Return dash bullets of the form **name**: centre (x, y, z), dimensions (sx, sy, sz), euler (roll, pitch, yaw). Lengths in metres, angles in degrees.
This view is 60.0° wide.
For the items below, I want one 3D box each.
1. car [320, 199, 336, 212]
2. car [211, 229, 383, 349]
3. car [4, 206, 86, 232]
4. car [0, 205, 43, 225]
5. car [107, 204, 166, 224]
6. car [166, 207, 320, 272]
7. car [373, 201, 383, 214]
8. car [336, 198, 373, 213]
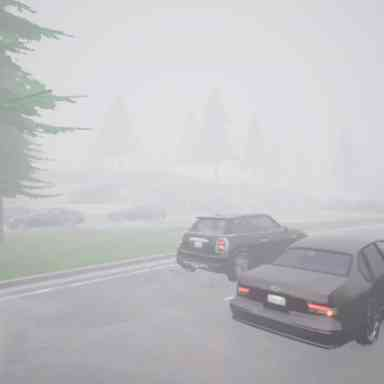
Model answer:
- **car**: centre (17.471, 1.543, 40.057), dimensions (4.892, 1.490, 1.837), euler (-1, -1, -29)
- **car**: centre (2.976, 1.556, 6.463), dimensions (5.357, 1.411, 2.033), euler (0, -1, -45)
- **car**: centre (-9.715, 1.792, 22.498), dimensions (4.902, 1.511, 2.128), euler (-1, 0, -15)
- **car**: centre (-15.415, 1.932, 28.192), dimensions (4.892, 1.490, 1.837), euler (0, -1, -17)
- **car**: centre (-4.459, 1.756, 27.421), dimensions (4.902, 1.511, 2.128), euler (-1, 0, -14)
- **car**: centre (1.744, 1.405, 10.277), dimensions (4.553, 1.767, 2.097), euler (0, -1, -42)
- **car**: centre (21.060, 1.470, 34.048), dimensions (4.674, 1.442, 1.812), euler (-1, 0, -29)
- **car**: centre (18.844, 1.543, 36.816), dimensions (5.357, 1.411, 2.033), euler (-1, 0, -30)
